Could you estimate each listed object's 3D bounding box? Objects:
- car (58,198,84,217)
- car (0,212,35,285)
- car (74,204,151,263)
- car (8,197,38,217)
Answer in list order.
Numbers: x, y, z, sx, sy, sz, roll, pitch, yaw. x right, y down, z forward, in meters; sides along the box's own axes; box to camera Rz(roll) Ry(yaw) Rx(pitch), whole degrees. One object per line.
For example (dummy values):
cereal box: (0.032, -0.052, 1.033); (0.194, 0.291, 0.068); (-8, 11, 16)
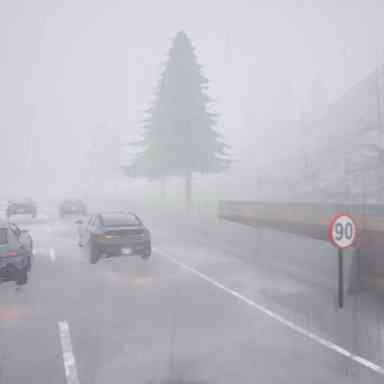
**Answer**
car: (-9.669, 1.161, 26.733); (1.994, 1.385, 4.181); (0, 1, -24)
car: (-5.375, 1.465, 8.829); (1.994, 1.385, 4.181); (0, 1, -25)
car: (-2.860, 1.396, 11.695); (1.837, 1.490, 4.892); (0, 1, -25)
car: (-12.949, 1.104, 25.492); (1.812, 1.442, 4.674); (0, 1, -24)
